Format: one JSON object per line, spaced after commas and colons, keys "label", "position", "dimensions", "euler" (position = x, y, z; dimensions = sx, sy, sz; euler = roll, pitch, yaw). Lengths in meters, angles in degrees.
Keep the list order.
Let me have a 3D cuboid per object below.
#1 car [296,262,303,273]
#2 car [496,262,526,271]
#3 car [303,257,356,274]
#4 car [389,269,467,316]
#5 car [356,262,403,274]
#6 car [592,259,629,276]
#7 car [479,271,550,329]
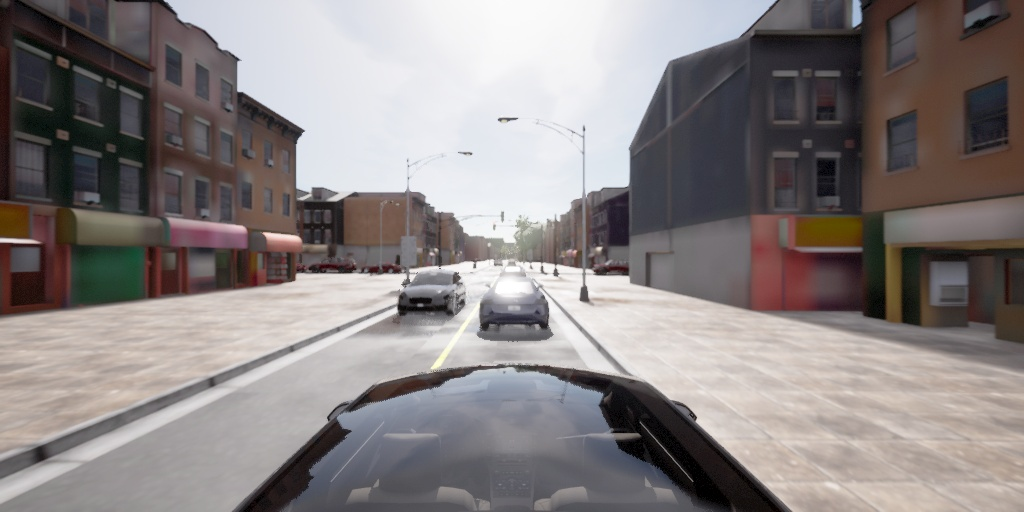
{"label": "car", "position": [-25.588, 1.251, 40.493], "dimensions": [4.507, 1.381, 1.888], "euler": [0, 0, 0]}
{"label": "car", "position": [0.067, 1.389, 26.523], "dimensions": [1.994, 1.385, 4.181], "euler": [0, 0, 1]}
{"label": "car", "position": [-20.154, 1.057, 40.505], "dimensions": [5.009, 1.841, 2.192], "euler": [0, 0, 0]}
{"label": "car", "position": [-2.850, 1.290, 13.584], "dimensions": [1.837, 1.490, 4.892], "euler": [0, 0, 0]}
{"label": "car", "position": [-14.721, 1.325, 40.517], "dimensions": [4.507, 1.381, 1.888], "euler": [0, 0, 0]}
{"label": "car", "position": [11.688, 1.288, 40.576], "dimensions": [5.009, 1.841, 2.192], "euler": [0, 0, 0]}
{"label": "car", "position": [0.075, 1.343, 11.422], "dimensions": [1.994, 1.385, 4.181], "euler": [0, 0, 0]}
